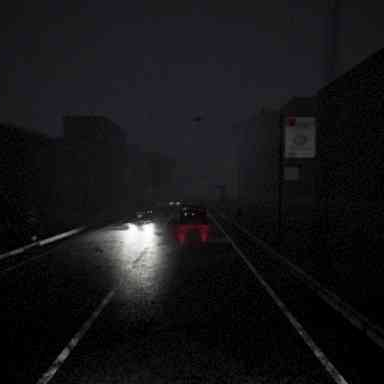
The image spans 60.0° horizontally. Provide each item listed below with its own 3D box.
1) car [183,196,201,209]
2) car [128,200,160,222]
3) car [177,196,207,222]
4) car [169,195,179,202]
[{"bbox_3d":[-0.018,1.294,41.994,2.128,1.511,4.902,0,0,0],"label":"car"},{"bbox_3d":[-3.531,1.353,24.922,2.128,1.511,4.902,0,0,0],"label":"car"},{"bbox_3d":[0.058,1.339,24.804,1.882,1.535,5.008,0,0,0],"label":"car"},{"bbox_3d":[-3.359,1.272,65.408,2.033,1.411,5.357,0,0,1],"label":"car"}]
